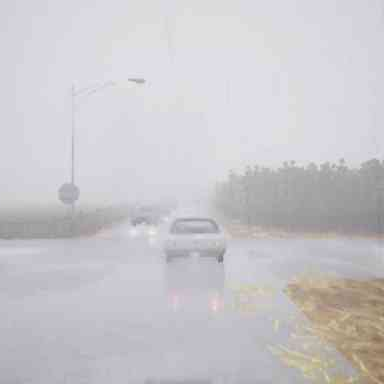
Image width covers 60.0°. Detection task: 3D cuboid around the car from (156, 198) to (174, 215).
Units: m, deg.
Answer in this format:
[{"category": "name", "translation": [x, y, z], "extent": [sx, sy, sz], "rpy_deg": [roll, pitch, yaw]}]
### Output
[{"category": "car", "translation": [-3.194, 1.687, 34.820], "extent": [1.882, 1.535, 5.008], "rpy_deg": [0, 0, 0]}]

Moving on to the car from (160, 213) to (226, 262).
[{"category": "car", "translation": [0.089, 1.594, 12.042], "extent": [1.895, 1.301, 4.718], "rpy_deg": [-1, -1, 0]}]

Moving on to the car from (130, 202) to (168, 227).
[{"category": "car", "translation": [-3.196, 1.693, 24.626], "extent": [2.033, 1.411, 5.357], "rpy_deg": [0, 0, 0]}]

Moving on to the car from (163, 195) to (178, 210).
[{"category": "car", "translation": [-3.144, 1.451, 46.358], "extent": [2.150, 2.045, 5.566], "rpy_deg": [0, 0, 1]}]
